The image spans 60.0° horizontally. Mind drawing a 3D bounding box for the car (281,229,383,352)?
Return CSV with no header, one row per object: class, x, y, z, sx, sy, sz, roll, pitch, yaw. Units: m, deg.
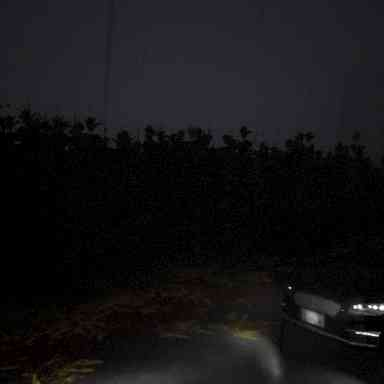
car,3.688,1.481,6.053,4.902,1.511,2.128,0,0,-35
